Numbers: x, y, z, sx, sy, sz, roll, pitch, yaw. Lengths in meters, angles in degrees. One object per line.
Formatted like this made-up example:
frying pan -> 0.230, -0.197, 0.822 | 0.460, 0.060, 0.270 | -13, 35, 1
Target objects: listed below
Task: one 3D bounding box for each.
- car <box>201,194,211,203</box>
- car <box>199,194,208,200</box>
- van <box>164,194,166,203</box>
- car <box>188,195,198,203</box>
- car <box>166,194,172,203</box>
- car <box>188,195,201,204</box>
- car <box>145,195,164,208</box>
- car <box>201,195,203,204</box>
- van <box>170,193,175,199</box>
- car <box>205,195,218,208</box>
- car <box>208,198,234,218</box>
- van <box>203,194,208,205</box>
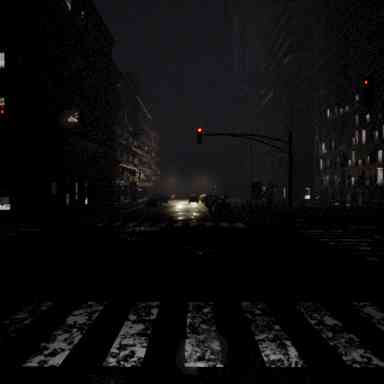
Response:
car -> 2.864, 1.351, 69.459 | 1.967, 1.590, 4.097 | -1, 0, 0
car -> 2.947, 1.309, 86.396 | 1.967, 1.590, 4.097 | -1, 0, 0
van -> -5.544, 1.284, 52.514 | 1.690, 1.788, 3.998 | -1, 0, 0
car -> 0.243, 1.424, 71.058 | 2.128, 1.511, 4.902 | 0, 0, 0
car -> -5.506, 1.467, 63.806 | 1.887, 1.381, 4.507 | -1, 0, 0
car -> 0.287, 1.433, 60.856 | 1.837, 1.490, 4.892 | 0, 0, 0
car -> -5.558, 1.518, 46.869 | 1.947, 1.339, 4.313 | -1, 0, 0
car -> 2.807, 1.488, 52.522 | 1.887, 1.381, 4.507 | -1, 0, 0
van -> -5.473, 1.239, 75.099 | 1.690, 1.788, 3.998 | -1, 0, 0
car -> 2.753, 1.408, 35.584 | 1.967, 1.590, 4.097 | -1, 0, 0
car -> 2.737, 1.520, 29.938 | 1.887, 1.381, 4.507 | -1, 0, 0
van -> 2.787, 1.293, 46.876 | 1.690, 1.788, 3.998 | -1, 0, 0
